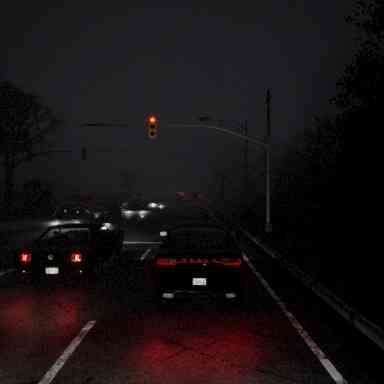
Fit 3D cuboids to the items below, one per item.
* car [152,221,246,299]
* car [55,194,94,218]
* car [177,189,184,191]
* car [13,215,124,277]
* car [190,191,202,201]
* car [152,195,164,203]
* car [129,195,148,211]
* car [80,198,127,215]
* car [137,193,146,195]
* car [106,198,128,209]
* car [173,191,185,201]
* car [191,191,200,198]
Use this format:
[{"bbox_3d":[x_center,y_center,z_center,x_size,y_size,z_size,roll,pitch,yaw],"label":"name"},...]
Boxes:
[{"bbox_3d":[0.153,1.478,8.522,1.882,1.535,5.008,0,0,0],"label":"car"},{"bbox_3d":[-10.328,1.222,29.993,2.150,2.045,5.566,0,0,1],"label":"car"},{"bbox_3d":[-2.689,0.173,77.247,2.097,1.767,4.553,0,3,1],"label":"car"},{"bbox_3d":[-3.373,1.601,10.199,1.895,1.301,4.718,0,0,-1],"label":"car"},{"bbox_3d":[0.792,0.738,66.938,2.150,2.045,5.566,0,3,1],"label":"car"},{"bbox_3d":[-6.402,1.294,63.522,1.895,1.301,4.718,0,3,1],"label":"car"},{"bbox_3d":[-6.691,1.478,41.946,1.882,1.535,5.008,0,0,1],"label":"car"},{"bbox_3d":[-6.868,1.493,26.529,2.128,1.511,4.902,0,0,1],"label":"car"},{"bbox_3d":[-9.875,0.993,64.609,2.097,1.767,4.553,0,3,1],"label":"car"},{"bbox_3d":[-10.151,1.564,45.494,1.994,1.385,4.181,0,0,1],"label":"car"},{"bbox_3d":[-2.808,1.070,66.869,2.033,1.411,5.357,0,3,1],"label":"car"},{"bbox_3d":[0.815,0.561,77.603,1.895,1.301,4.718,0,3,1],"label":"car"}]
